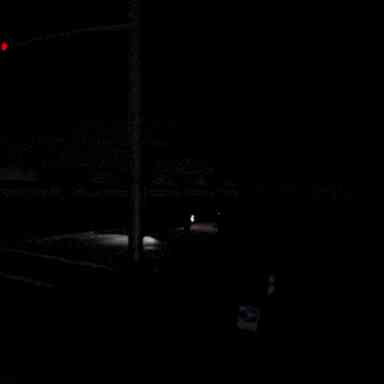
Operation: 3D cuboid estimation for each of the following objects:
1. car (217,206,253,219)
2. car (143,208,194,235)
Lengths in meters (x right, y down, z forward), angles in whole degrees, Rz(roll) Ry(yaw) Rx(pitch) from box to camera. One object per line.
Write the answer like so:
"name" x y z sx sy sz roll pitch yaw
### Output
"car" 4.125 1.894 29.672 1.895 1.301 4.718 -1 0 36
"car" -1.782 1.798 21.487 1.837 1.490 4.892 -1 0 36
